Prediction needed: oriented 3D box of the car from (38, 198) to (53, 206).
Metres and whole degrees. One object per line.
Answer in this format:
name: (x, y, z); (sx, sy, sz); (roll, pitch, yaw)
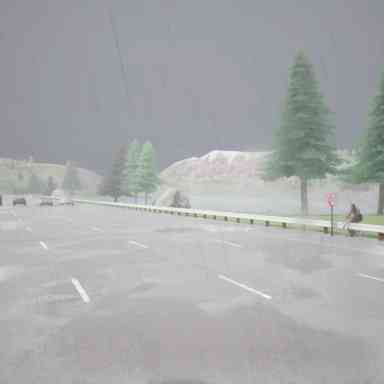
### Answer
car: (-24.036, 1.601, 54.446); (1.895, 1.301, 4.718); (0, 0, -31)

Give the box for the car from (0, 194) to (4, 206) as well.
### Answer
car: (-32.004, 1.221, 54.156); (2.150, 2.045, 5.566); (0, 0, -31)

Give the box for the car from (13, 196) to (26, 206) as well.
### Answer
car: (-29.355, 1.491, 56.549); (2.128, 1.511, 4.902); (0, 0, -31)

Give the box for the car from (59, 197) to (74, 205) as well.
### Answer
car: (-21.663, 1.526, 57.301); (1.812, 1.442, 4.674); (0, 0, -30)

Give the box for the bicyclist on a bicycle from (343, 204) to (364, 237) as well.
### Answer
bicyclist on a bicycle: (8.097, 1.437, 16.590); (1.656, 1.620, 0.582); (5, -2, -30)
